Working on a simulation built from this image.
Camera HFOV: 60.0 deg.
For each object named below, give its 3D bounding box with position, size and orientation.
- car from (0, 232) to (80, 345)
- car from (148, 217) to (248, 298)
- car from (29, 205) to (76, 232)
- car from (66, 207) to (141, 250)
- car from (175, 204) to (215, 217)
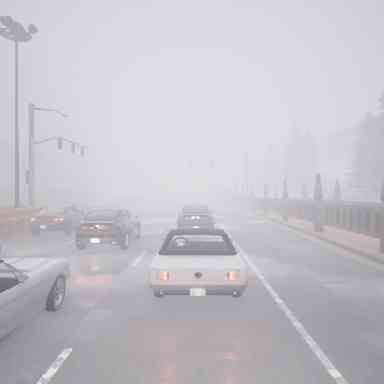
[{"bbox_3d":[-3.385,1.576,4.682,1.895,1.301,4.718,0,0,0],"label":"car"},{"bbox_3d":[0.131,1.549,8.371,1.895,1.301,4.718,0,0,0],"label":"car"},{"bbox_3d":[-6.843,1.405,17.537,1.812,1.442,4.674,0,0,-1],"label":"car"},{"bbox_3d":[-3.338,1.411,13.908,1.837,1.490,4.892,0,0,0],"label":"car"},{"bbox_3d":[0.186,1.384,17.631,1.837,1.490,4.892,0,0,0],"label":"car"}]
